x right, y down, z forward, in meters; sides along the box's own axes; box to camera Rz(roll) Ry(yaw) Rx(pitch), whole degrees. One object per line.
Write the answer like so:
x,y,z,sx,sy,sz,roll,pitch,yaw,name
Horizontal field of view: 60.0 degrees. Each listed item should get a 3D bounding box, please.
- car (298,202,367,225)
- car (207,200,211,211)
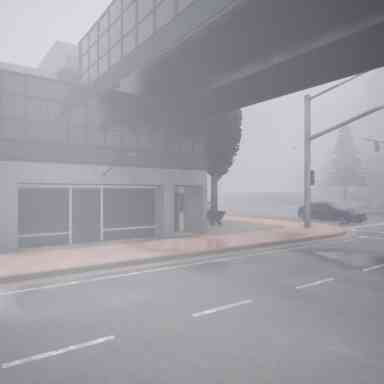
10.091,1.478,24.245,1.882,1.535,5.008,0,0,-33,car
0.298,1.224,38.177,2.150,2.045,5.566,0,0,-36,car
